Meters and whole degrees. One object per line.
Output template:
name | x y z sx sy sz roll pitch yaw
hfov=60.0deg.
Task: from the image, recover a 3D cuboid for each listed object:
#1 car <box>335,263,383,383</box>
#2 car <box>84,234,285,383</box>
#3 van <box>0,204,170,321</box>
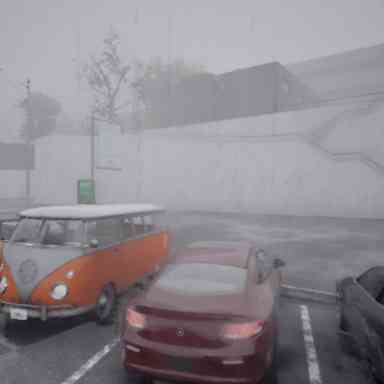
car | 2.925 1.522 3.744 2.163 1.488 4.792 0 -1 15
car | 0.487 1.528 5.444 2.002 1.452 4.674 0 -1 16
van | -1.958 1.256 7.065 1.878 1.987 4.442 1 0 15
